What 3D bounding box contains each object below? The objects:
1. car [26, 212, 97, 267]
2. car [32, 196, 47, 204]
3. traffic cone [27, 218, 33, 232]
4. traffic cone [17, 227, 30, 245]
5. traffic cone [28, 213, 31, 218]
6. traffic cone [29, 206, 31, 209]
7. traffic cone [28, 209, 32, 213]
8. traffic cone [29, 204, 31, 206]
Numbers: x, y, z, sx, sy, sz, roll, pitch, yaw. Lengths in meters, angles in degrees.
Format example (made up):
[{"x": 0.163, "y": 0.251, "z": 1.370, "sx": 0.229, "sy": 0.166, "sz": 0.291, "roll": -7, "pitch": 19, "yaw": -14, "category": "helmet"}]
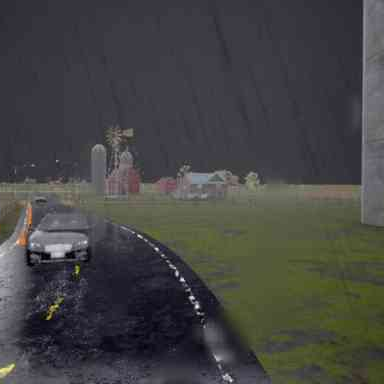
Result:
[{"x": -4.439, "y": 1.486, "z": 11.639, "sx": 2.128, "sy": 1.511, "sz": 4.902, "roll": 0, "pitch": 0, "yaw": -17, "category": "car"}, {"x": -26.761, "y": 1.393, "z": 58.262, "sx": 1.895, "sy": 1.301, "sz": 4.718, "roll": 0, "pitch": 0, "yaw": -33, "category": "car"}, {"x": -9.174, "y": 1.943, "z": 18.725, "sx": 0.340, "sy": 0.580, "sz": 0.340, "roll": 0, "pitch": 0, "yaw": -26, "category": "traffic cone"}, {"x": -7.326, "y": 1.951, "z": 14.348, "sx": 0.340, "sy": 0.580, "sz": 0.340, "roll": 0, "pitch": 0, "yaw": -20, "category": "traffic cone"}, {"x": -11.352, "y": 1.925, "z": 23.219, "sx": 0.340, "sy": 0.580, "sz": 0.340, "roll": 0, "pitch": 0, "yaw": -26, "category": "traffic cone"}, {"x": -15.713, "y": 1.883, "z": 32.219, "sx": 0.340, "sy": 0.580, "sz": 0.340, "roll": 0, "pitch": 0, "yaw": -26, "category": "traffic cone"}, {"x": -13.533, "y": 1.905, "z": 27.719, "sx": 0.340, "sy": 0.580, "sz": 0.340, "roll": 0, "pitch": 0, "yaw": -26, "category": "traffic cone"}, {"x": -17.895, "y": 1.860, "z": 36.718, "sx": 0.340, "sy": 0.580, "sz": 0.340, "roll": 0, "pitch": 0, "yaw": -26, "category": "traffic cone"}]
